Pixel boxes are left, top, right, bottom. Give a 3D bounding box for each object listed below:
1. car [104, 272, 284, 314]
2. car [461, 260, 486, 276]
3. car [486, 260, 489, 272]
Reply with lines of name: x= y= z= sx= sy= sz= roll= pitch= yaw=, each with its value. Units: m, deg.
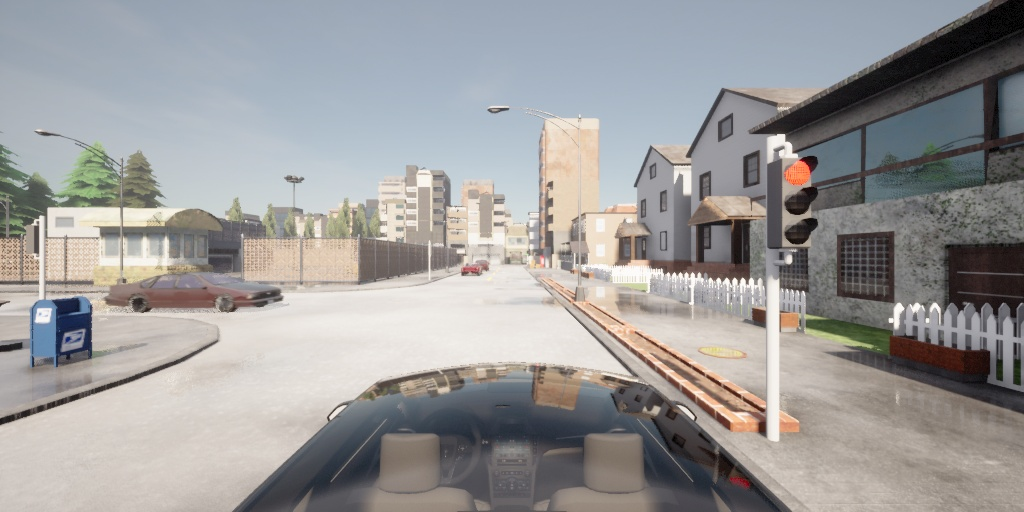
car: x=-11.580 y=1.297 z=13.249 sx=5.357 sy=1.411 sz=2.033 roll=0 pitch=0 yaw=0
car: x=-4.106 y=1.351 z=37.220 sx=1.895 sy=1.301 sz=4.718 roll=0 pitch=0 yaw=0
car: x=-4.093 y=1.228 z=47.726 sx=1.882 sy=1.535 sz=5.008 roll=0 pitch=0 yaw=0
